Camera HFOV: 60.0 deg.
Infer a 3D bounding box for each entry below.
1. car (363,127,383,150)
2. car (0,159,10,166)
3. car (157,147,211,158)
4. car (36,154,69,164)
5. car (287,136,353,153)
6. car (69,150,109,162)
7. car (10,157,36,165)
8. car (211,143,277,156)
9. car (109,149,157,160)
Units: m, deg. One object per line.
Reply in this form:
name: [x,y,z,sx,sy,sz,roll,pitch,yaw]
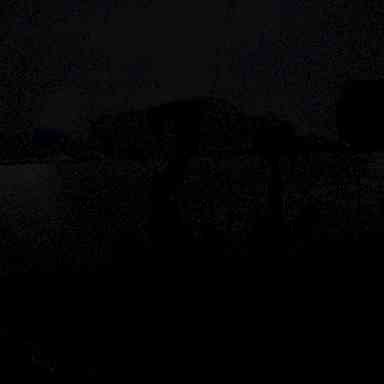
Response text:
car: [14.612,-3.332,22.389,5.566,2.045,2.435,1,1,25]
car: [-24.365,-3.639,43.829,4.892,1.521,2.231,1,0,34]
car: [-0.399,-3.292,29.636,4.674,1.452,2.002,1,0,28]
car: [-15.008,-3.520,37.867,5.008,1.535,2.097,1,0,32]
car: [9.512,-3.311,24.731,4.553,1.767,2.185,1,1,26]
car: [-10.255,-3.583,35.049,4.553,1.767,2.185,1,0,31]
car: [-19.719,-3.542,40.798,4.674,1.452,2.002,1,0,33]
car: [4.432,-3.268,27.175,4.892,1.521,2.231,1,0,27]
car: [-5.262,-3.364,32.245,4.792,1.488,2.163,1,0,29]
